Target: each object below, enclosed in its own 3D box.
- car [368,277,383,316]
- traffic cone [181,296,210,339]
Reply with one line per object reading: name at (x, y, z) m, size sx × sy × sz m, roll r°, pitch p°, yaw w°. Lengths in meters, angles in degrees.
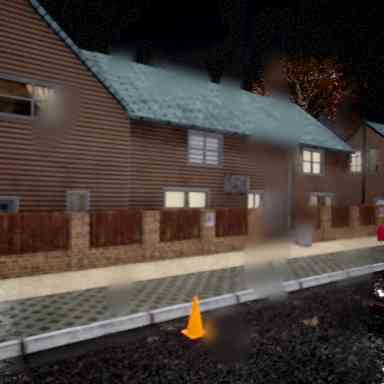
car at (5.649, 1.637, 6.567) m, size 5.357 × 1.411 × 2.033 m, roll 1°, pitch 0°, yaw -36°
traffic cone at (0.060, 1.990, 5.387) m, size 0.340 × 0.580 × 0.340 m, roll 1°, pitch 0°, yaw -34°
